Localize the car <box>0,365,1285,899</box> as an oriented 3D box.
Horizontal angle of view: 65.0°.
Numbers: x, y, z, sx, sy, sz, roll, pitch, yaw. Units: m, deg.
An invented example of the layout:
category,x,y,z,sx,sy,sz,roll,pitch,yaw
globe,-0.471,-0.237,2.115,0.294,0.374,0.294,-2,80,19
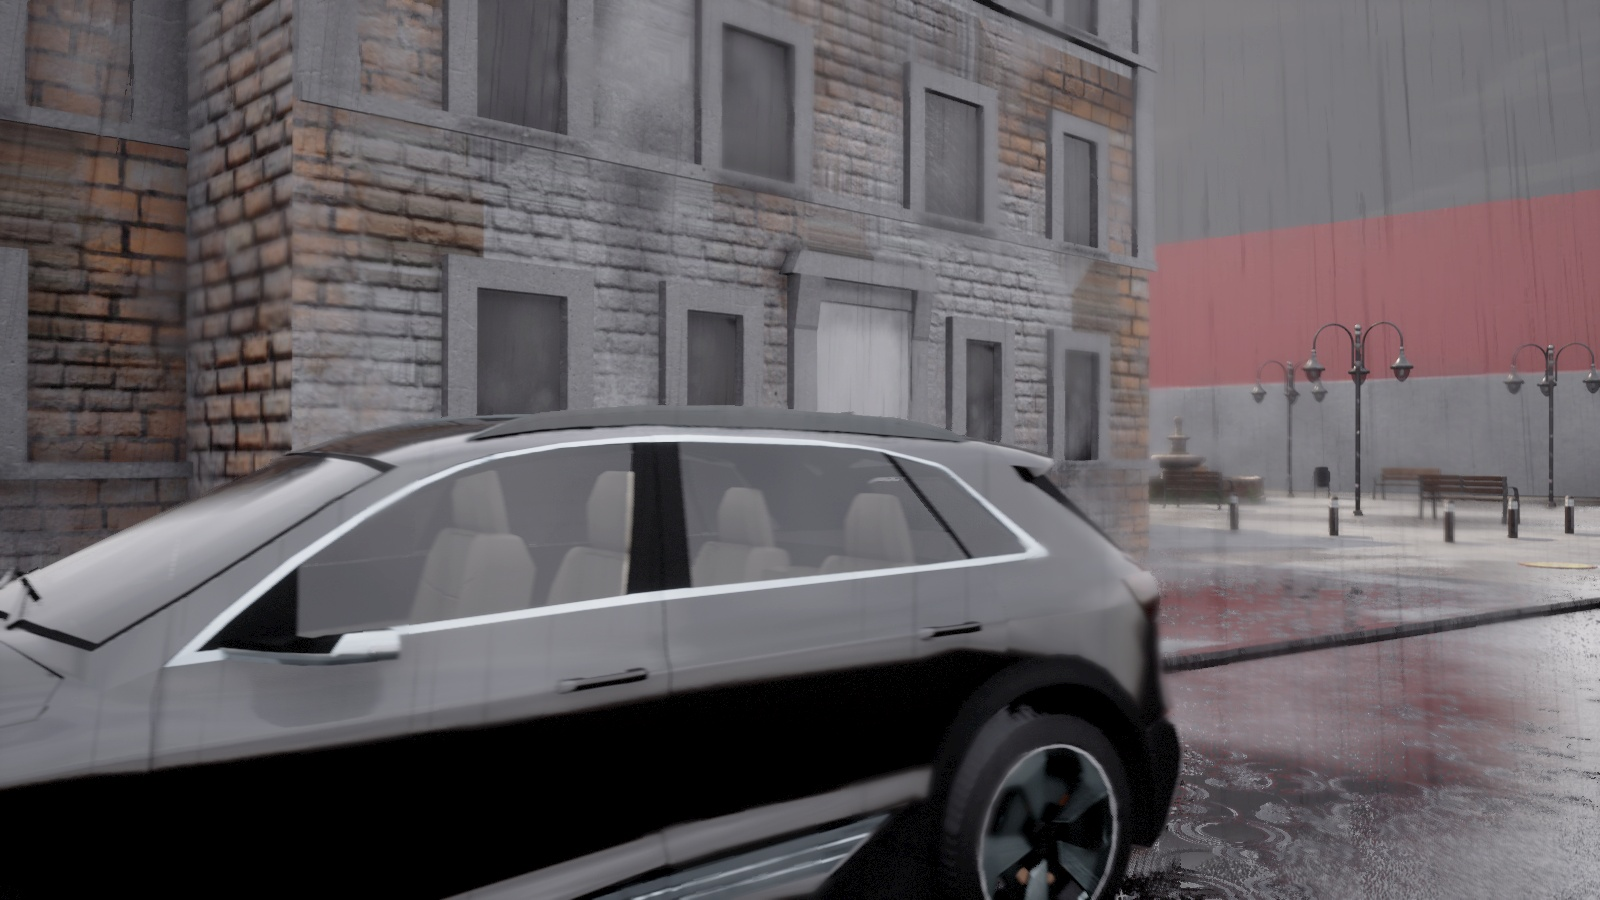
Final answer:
category,x,y,z,sx,sy,sz,roll,pitch,yaw
car,-0.974,0.685,3.590,4.856,1.649,2.033,0,0,-35
